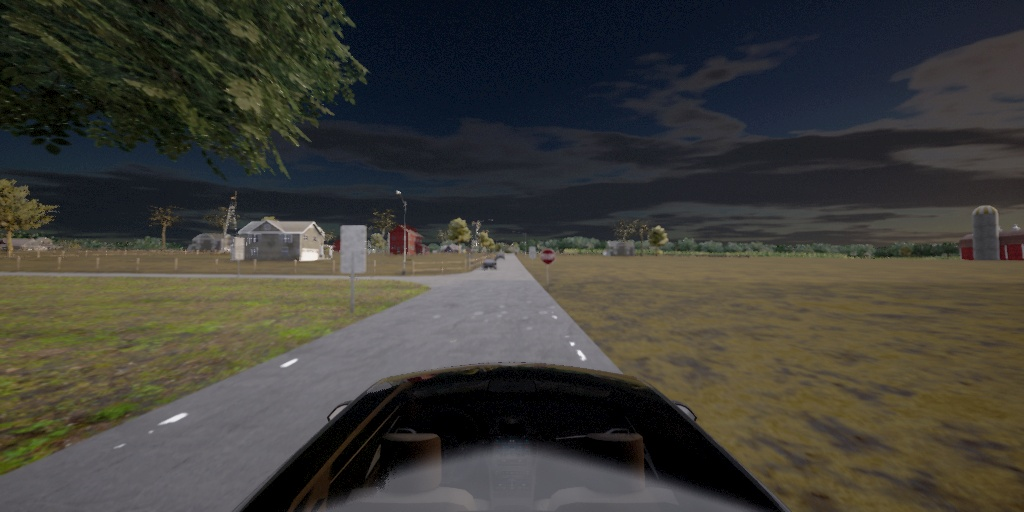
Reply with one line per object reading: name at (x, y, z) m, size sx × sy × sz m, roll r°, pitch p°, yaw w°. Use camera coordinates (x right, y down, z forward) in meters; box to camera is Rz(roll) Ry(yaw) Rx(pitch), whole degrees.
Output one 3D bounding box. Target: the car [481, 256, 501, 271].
car at (-2.785, 1.074, 45.390) m, size 2.033 × 1.411 × 5.357 m, roll 0°, pitch 1°, yaw 0°
